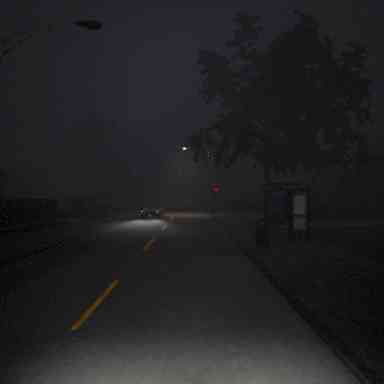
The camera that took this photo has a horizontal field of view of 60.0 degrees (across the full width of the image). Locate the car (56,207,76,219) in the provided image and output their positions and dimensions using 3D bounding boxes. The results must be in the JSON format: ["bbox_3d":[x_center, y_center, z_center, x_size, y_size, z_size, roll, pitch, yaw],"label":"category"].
[{"bbox_3d":[-12.868,1.666,28.623,5.357,1.415,2.033,0,-1,3],"label":"car"}]

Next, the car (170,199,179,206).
[{"bbox_3d":[-3.956,2.338,75.639,1.812,1.442,4.674,0,-1,0],"label":"car"}]

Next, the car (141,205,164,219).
[{"bbox_3d":[-3.999,1.966,33.789,1.895,1.301,4.718,0,-1,1],"label":"car"}]
